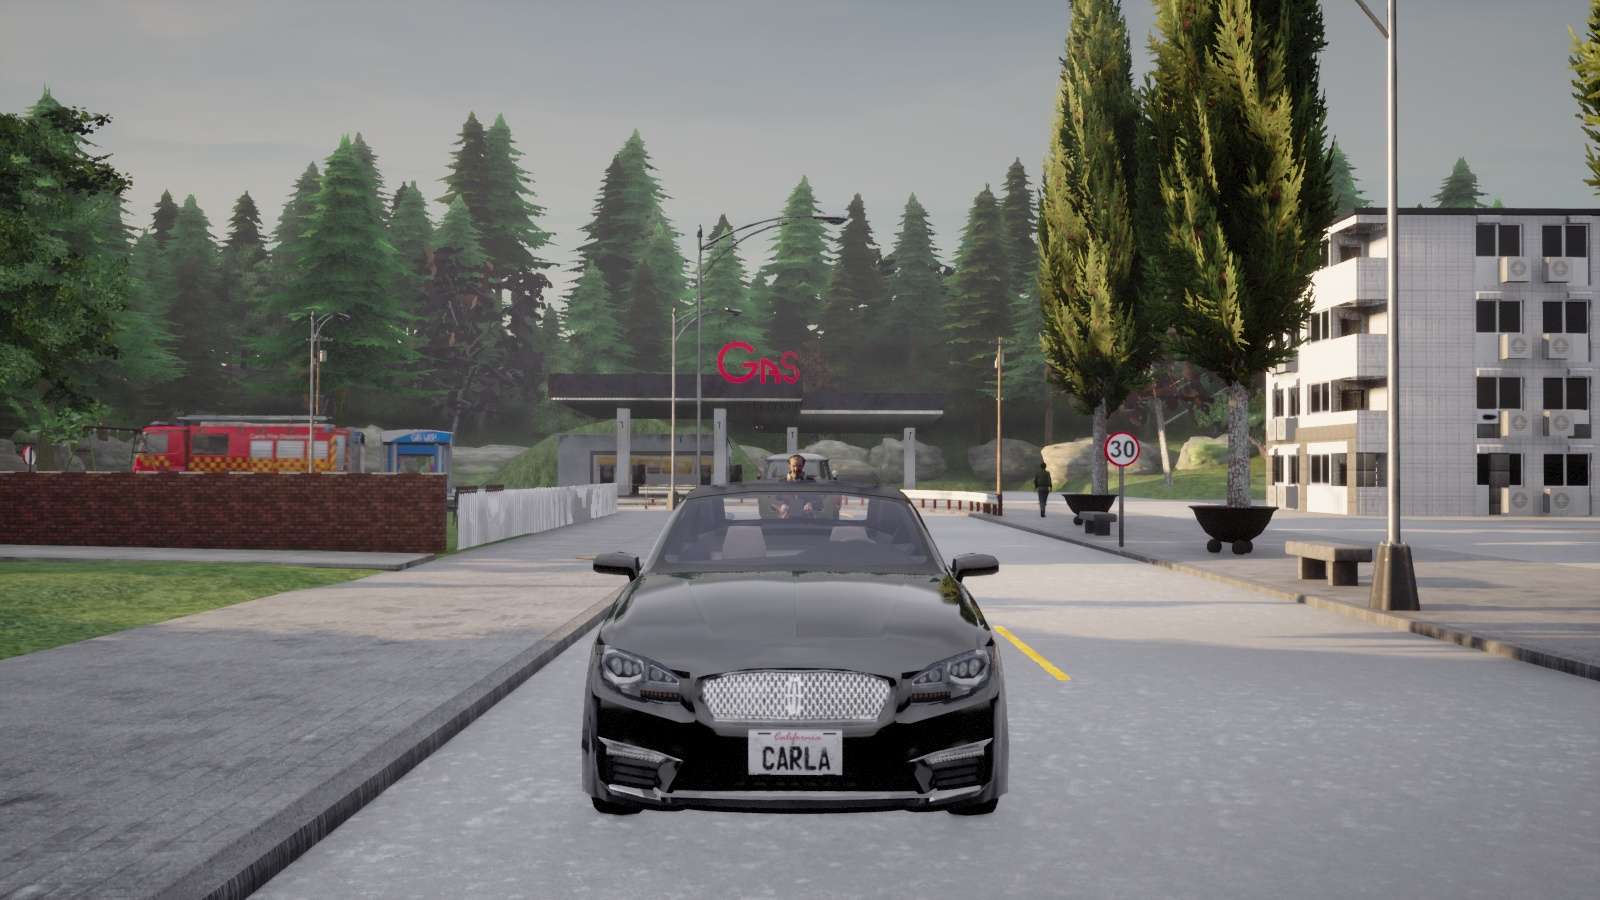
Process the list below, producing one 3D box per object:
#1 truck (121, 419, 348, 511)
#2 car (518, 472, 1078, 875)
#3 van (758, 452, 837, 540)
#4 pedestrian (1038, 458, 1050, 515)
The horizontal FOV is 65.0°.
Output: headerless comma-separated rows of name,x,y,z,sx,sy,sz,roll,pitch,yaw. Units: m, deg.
truck,-24.248,0.654,54.160,8.468,3.827,2.891,0,-1,0
car,-0.017,0.892,7.230,2.128,1.511,4.902,0,-1,0
van,-0.066,1.083,30.718,1.775,1.987,4.442,0,-1,0
pedestrian,7.851,1.170,40.428,0.353,1.847,0.614,0,-1,9
